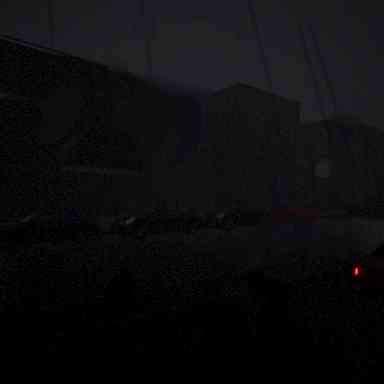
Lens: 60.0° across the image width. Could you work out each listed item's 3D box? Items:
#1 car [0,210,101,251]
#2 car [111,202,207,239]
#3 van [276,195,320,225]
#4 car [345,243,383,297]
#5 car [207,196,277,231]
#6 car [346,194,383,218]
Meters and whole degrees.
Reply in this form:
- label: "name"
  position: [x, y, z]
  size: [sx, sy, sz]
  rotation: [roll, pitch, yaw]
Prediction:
- label: "car"
  position: [-6.220, 1.488, 14.035]
  size: [4.674, 1.452, 2.002]
  rotation: [0, 0, -36]
- label: "car"
  position: [-1.805, 1.325, 17.195]
  size: [4.553, 1.767, 2.185]
  rotation: [0, 0, -36]
- label: "van"
  position: [7.061, 1.232, 23.541]
  size: [4.442, 1.987, 1.878]
  rotation: [0, 0, -36]
- label: "car"
  position: [5.487, 1.604, 7.346]
  size: [4.718, 1.301, 1.895]
  rotation: [0, 0, -35]
- label: "car"
  position: [2.688, 1.329, 20.411]
  size: [4.553, 1.767, 2.185]
  rotation: [0, 0, -36]
- label: "car"
  position: [16.220, 1.213, 30.097]
  size: [5.566, 2.045, 2.435]
  rotation: [0, 0, -36]
